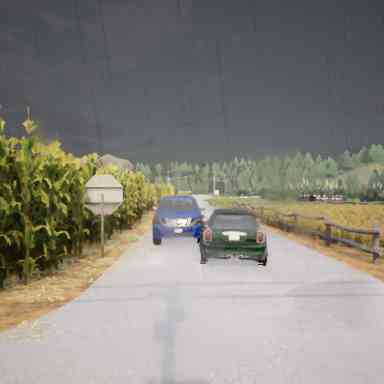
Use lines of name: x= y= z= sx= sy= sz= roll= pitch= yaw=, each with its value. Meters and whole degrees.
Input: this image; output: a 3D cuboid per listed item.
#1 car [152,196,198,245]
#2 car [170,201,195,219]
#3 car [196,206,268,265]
car: x=-0.620 y=1.221 z=15.913 sx=2.150 sy=2.045 sz=5.566 roll=-1 pitch=-1 yaw=-1
car: x=-0.806 y=1.547 z=30.008 sx=2.033 sy=1.411 sz=5.357 roll=0 pitch=0 yaw=-1
car: x=1.438 y=1.366 z=12.029 sx=2.097 sy=1.767 sz=4.553 roll=1 pitch=1 yaw=5
